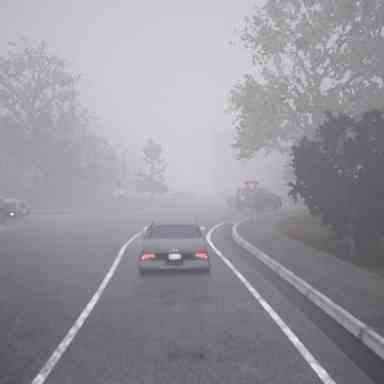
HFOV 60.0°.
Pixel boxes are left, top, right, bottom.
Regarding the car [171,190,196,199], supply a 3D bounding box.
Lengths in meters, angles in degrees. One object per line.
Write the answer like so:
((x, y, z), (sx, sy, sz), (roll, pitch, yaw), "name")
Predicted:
((-1.416, 0.302, 52.480), (4.181, 1.385, 1.994), (1, 2, 44), "car")

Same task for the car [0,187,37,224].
((-13.124, 0.843, 20.674), (5.566, 2.045, 2.150), (0, 2, 2), "car")

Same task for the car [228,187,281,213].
((5.758, 0.607, 28.863), (2.150, 2.045, 5.566), (1, 2, 39), "car")

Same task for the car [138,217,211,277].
((-0.522, 1.454, 10.052), (2.033, 1.411, 5.357), (0, 1, -3), "car")

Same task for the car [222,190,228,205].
((5.666, 0.732, 33.342), (5.008, 1.535, 1.882), (-1, 1, -40), "car")

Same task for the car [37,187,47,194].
((-25.491, -0.179, 52.337), (5.008, 1.535, 1.882), (-1, 2, -42), "car")

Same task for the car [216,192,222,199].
((5.568, 0.356, 49.089), (2.033, 1.411, 5.357), (-1, 2, -28), "car")
